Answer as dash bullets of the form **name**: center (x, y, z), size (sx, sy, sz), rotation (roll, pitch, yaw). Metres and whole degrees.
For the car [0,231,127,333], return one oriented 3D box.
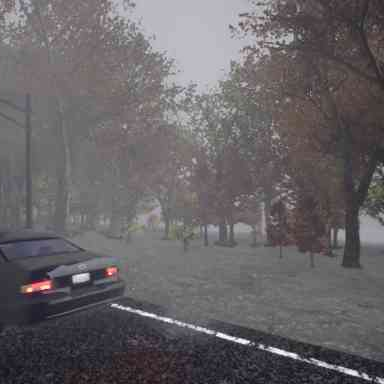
- **car**: center (-3.628, 1.457, 6.308), size (5.357, 1.411, 2.033), rotation (-5, -5, 36)
